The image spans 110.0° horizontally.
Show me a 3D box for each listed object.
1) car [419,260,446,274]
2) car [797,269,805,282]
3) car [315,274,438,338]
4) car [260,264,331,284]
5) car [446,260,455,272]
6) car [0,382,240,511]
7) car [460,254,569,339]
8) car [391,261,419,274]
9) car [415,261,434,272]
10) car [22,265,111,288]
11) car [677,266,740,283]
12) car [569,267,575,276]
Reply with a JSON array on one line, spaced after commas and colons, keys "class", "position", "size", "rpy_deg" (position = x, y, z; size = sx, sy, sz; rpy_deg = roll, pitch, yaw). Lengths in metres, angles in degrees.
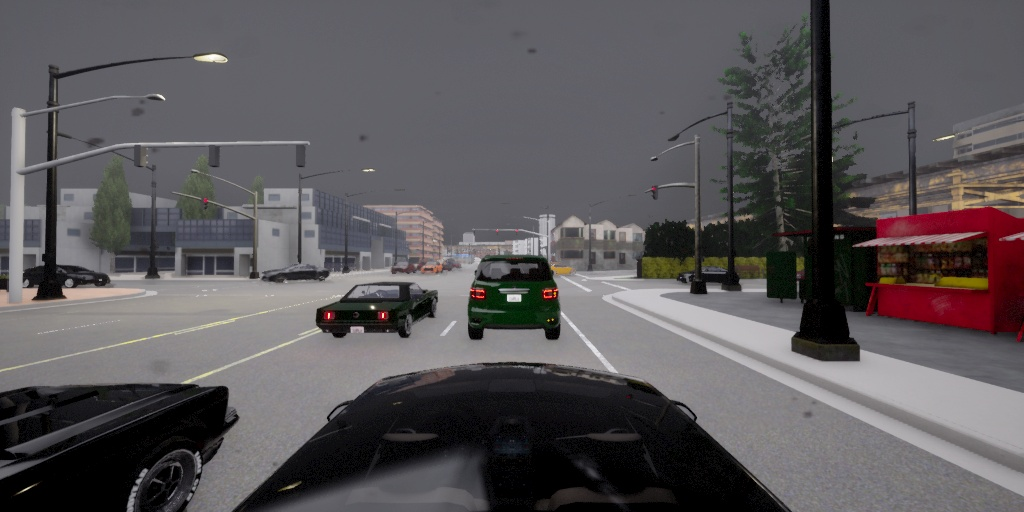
[{"class": "car", "position": [-10.615, 1.468, 47.719], "size": [2.097, 1.767, 4.553], "rpy_deg": [0, 0, 0]}, {"class": "car", "position": [23.250, 1.409, 27.020], "size": [4.674, 1.442, 1.812], "rpy_deg": [0, -1, 1]}, {"class": "car", "position": [-3.435, 1.368, 10.223], "size": [1.895, 1.301, 4.718], "rpy_deg": [0, 0, 0]}, {"class": "car", "position": [-17.311, 1.409, 28.905], "size": [2.128, 1.511, 4.902], "rpy_deg": [0, 0, 41]}, {"class": "car", "position": [-10.619, 1.739, 56.504], "size": [1.994, 1.385, 4.181], "rpy_deg": [0, 0, -1]}, {"class": "car", "position": [-3.402, 1.351, 1.084], "size": [1.895, 1.301, 4.718], "rpy_deg": [0, 0, 0]}, {"class": "car", "position": [0.062, 0.986, 10.206], "size": [2.150, 2.045, 5.566], "rpy_deg": [0, 0, 0]}, {"class": "car", "position": [-14.119, 1.461, 46.682], "size": [2.097, 1.767, 4.553], "rpy_deg": [0, -1, 0]}, {"class": "car", "position": [-14.106, 1.646, 57.990], "size": [1.882, 1.535, 5.008], "rpy_deg": [0, 0, 0]}, {"class": "car", "position": [-29.637, 1.343, 23.733], "size": [4.892, 1.490, 1.837], "rpy_deg": [0, -1, 1]}, {"class": "car", "position": [14.753, 1.448, 27.089], "size": [4.181, 1.385, 1.994], "rpy_deg": [0, -1, 0]}, {"class": "car", "position": [5.180, 1.538, 41.215], "size": [5.008, 1.535, 1.882], "rpy_deg": [1, -1, -41]}]
